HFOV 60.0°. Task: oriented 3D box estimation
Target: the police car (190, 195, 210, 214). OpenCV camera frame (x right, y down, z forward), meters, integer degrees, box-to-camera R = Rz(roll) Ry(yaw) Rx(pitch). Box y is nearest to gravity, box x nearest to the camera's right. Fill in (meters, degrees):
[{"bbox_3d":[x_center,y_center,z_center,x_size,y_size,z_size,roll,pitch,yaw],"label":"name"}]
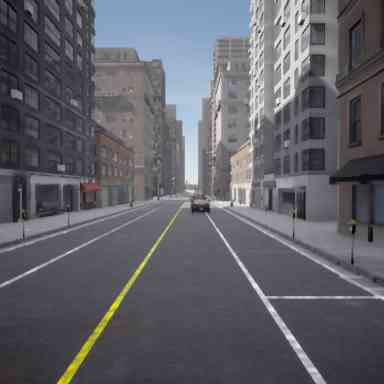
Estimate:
[{"bbox_3d":[0.900,1.432,35.196,1.930,1.638,5.238,0,0,0],"label":"police car"}]
